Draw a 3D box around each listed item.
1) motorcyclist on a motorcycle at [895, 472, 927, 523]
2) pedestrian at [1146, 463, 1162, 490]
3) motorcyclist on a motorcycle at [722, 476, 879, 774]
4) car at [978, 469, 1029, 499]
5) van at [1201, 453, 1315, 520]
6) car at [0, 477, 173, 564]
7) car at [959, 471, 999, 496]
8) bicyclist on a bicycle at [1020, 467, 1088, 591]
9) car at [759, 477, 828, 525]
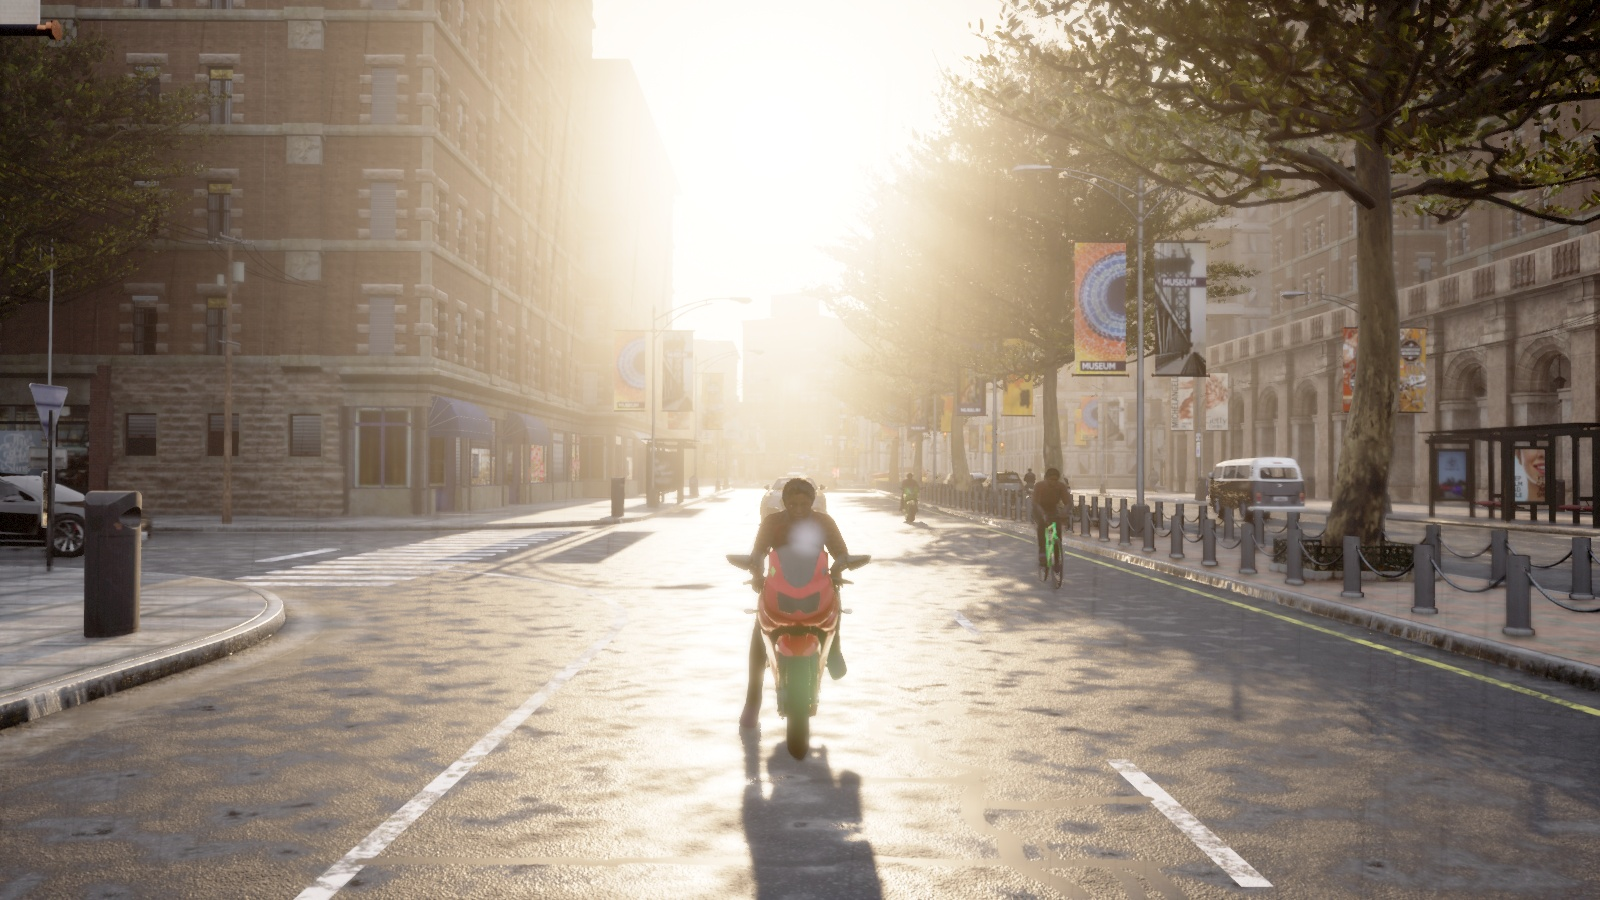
[{"bbox_3d":[3.398,1.430,38.632,0.797,1.523,2.044,0,-1,0],"label":"motorcyclist on a motorcycle"},{"bbox_3d":[24.778,1.845,87.914,0.874,1.855,0.900,0,-1,0],"label":"pedestrian"},{"bbox_3d":[-0.005,0.923,7.468,0.797,1.523,2.044,0,-2,0],"label":"motorcyclist on a motorcycle"},{"bbox_3d":[11.311,1.874,70.087,2.033,1.649,4.856,0,-1,0],"label":"car"},{"bbox_3d":[14.891,1.168,41.142,2.069,2.038,4.480,0,-1,0],"label":"van"},{"bbox_3d":[-14.337,1.254,22.831,4.792,1.488,2.163,0,-1,-1],"label":"car"},{"bbox_3d":[11.291,2.106,79.474,1.837,1.490,4.892,0,-1,0],"label":"car"},{"bbox_3d":[3.454,1.042,17.220,0.582,1.620,1.656,0,-1,0],"label":"bicyclist on a bicycle"},{"bbox_3d":[-0.147,1.532,38.995,1.994,1.385,4.181,0,-1,2],"label":"car"}]
